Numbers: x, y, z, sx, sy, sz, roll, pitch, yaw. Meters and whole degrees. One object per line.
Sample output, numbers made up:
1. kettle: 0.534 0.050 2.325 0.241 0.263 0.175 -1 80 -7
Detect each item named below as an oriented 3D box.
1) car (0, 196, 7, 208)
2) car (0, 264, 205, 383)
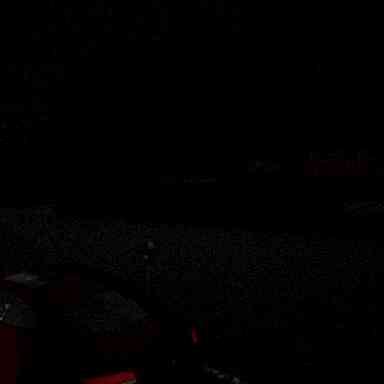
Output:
1. car: -23.131 1.051 36.719 1.837 1.490 4.892 1 2 35
2. car: -1.810 1.581 4.093 4.206 1.307 1.802 0 1 36
